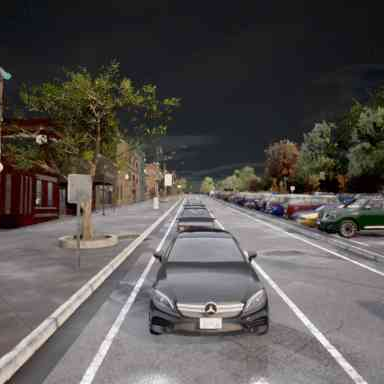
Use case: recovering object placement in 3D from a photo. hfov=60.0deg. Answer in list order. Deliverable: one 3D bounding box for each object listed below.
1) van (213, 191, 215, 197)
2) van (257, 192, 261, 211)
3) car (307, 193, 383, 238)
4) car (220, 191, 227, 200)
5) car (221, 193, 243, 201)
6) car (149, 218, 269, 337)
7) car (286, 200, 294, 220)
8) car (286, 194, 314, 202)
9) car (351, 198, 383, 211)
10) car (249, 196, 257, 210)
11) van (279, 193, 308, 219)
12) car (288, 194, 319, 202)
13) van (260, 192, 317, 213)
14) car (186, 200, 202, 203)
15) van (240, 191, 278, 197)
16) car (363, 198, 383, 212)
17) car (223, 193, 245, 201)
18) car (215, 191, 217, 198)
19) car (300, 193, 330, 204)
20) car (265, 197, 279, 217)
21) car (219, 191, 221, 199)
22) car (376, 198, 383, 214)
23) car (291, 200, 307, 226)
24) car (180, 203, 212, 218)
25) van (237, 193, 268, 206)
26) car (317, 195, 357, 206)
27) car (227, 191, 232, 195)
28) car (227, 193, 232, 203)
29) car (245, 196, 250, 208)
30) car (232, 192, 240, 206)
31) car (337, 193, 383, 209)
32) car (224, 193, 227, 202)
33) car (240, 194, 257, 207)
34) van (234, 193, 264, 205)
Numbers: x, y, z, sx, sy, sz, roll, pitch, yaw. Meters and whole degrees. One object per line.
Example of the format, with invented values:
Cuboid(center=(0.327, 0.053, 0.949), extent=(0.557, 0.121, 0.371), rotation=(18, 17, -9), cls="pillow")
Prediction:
Cuboid(center=(8.620, 0.765, 89.946), extent=(4.442, 1.987, 1.878), rotation=(0, 1, 0), cls="van")
Cuboid(center=(9.267, 1.223, 33.880), extent=(4.442, 1.987, 1.878), rotation=(0, 0, 0), cls="van")
Cuboid(center=(9.247, 1.221, 17.057), extent=(5.566, 2.045, 2.435), rotation=(0, 0, 0), cls="car")
Cuboid(center=(8.894, 0.964, 64.719), extent=(5.566, 2.045, 2.435), rotation=(0, 1, 0), cls="car")
Cuboid(center=(8.829, 1.015, 73.129), extent=(4.553, 1.767, 2.185), rotation=(0, 1, 0), cls="car")
Cuboid(center=(0.251, 1.524, 6.849), extent=(1.812, 1.442, 4.674), rotation=(0, 0, 0), cls="car")
Cuboid(center=(9.236, 1.506, 22.664), extent=(4.674, 1.452, 2.002), rotation=(0, 0, 0), cls="car")
Cuboid(center=(21.985, 1.189, 67.992), extent=(4.892, 1.521, 2.231), rotation=(0, 1, 0), cls="car")
Cuboid(center=(22.213, 1.452, 40.236), extent=(4.792, 1.488, 2.163), rotation=(0, 0, 0), cls="car")
Cuboid(center=(9.159, 1.470, 36.683), extent=(4.792, 1.488, 2.163), rotation=(0, 0, 0), cls="car")
Cuboid(center=(9.330, 1.238, 25.468), extent=(4.442, 1.987, 1.878), rotation=(0, 0, 0), cls="van")
Cuboid(center=(21.814, 1.209, 65.214), extent=(5.366, 1.575, 1.946), rotation=(0, 0, 0), cls="car")
Cuboid(center=(9.055, 1.231, 31.077), extent=(4.442, 1.987, 1.878), rotation=(0, 0, 0), cls="van")
Cuboid(center=(0.211, 1.443, 29.876), extent=(2.128, 1.511, 4.902), rotation=(0, 0, 0), cls="car")
Cuboid(center=(9.185, 1.164, 45.100), extent=(4.442, 1.987, 1.878), rotation=(0, 0, 0), cls="van")
Cuboid(center=(22.175, 1.469, 37.452), extent=(4.792, 1.488, 2.163), rotation=(0, 0, 0), cls="car")
Cuboid(center=(8.850, 1.040, 70.326), extent=(4.553, 1.767, 2.185), rotation=(0, 1, 0), cls="car")
Cuboid(center=(8.793, 1.065, 81.539), extent=(5.008, 1.535, 2.097), rotation=(0, 1, 0), cls="car")
Cuboid(center=(22.071, 1.136, 59.665), extent=(4.553, 1.767, 2.185), rotation=(0, 1, 0), cls="car")
Cuboid(center=(9.187, 1.460, 28.271), extent=(5.008, 1.535, 2.097), rotation=(0, 0, 0), cls="car")
Cuboid(center=(8.874, 0.939, 67.522), extent=(5.566, 2.045, 2.435), rotation=(0, 1, 0), cls="car")
Cuboid(center=(22.409, 1.444, 34.682), extent=(5.366, 1.575, 1.946), rotation=(0, 0, 0), cls="car")
Cuboid(center=(9.069, 1.466, 19.860), extent=(5.366, 1.575, 1.946), rotation=(0, 0, 0), cls="car")
Cuboid(center=(0.188, 1.532, 17.428), extent=(2.033, 1.411, 5.357), rotation=(0, 0, 0), cls="car")
Cuboid(center=(9.143, 1.114, 50.704), extent=(4.442, 1.987, 1.878), rotation=(0, 1, 0), cls="van")
Cuboid(center=(22.288, 1.333, 51.339), extent=(5.366, 1.575, 1.946), rotation=(0, 1, 0), cls="car")
Cuboid(center=(8.996, 1.139, 59.114), extent=(4.553, 1.767, 2.185), rotation=(0, 1, 0), cls="car")
Cuboid(center=(8.979, 1.291, 56.312), extent=(4.892, 1.521, 2.231), rotation=(0, 1, 0), cls="car")
Cuboid(center=(9.107, 1.466, 39.490), extent=(4.674, 1.452, 2.002), rotation=(0, 0, 0), cls="car")
Cuboid(center=(9.019, 1.113, 47.899), extent=(5.566, 2.045, 2.435), rotation=(0, 1, 0), cls="car")
Cuboid(center=(22.135, 1.153, 43.008), extent=(5.566, 2.045, 2.435), rotation=(0, 0, 0), cls="car")
Cuboid(center=(8.941, 1.280, 61.918), extent=(4.674, 1.452, 2.002), rotation=(0, 1, 0), cls="car")
Cuboid(center=(9.095, 1.409, 42.293), extent=(4.892, 1.521, 2.231), rotation=(0, 0, 0), cls="car")
Cuboid(center=(9.122, 1.089, 53.507), extent=(4.442, 1.987, 1.878), rotation=(0, 1, 0), cls="van")
